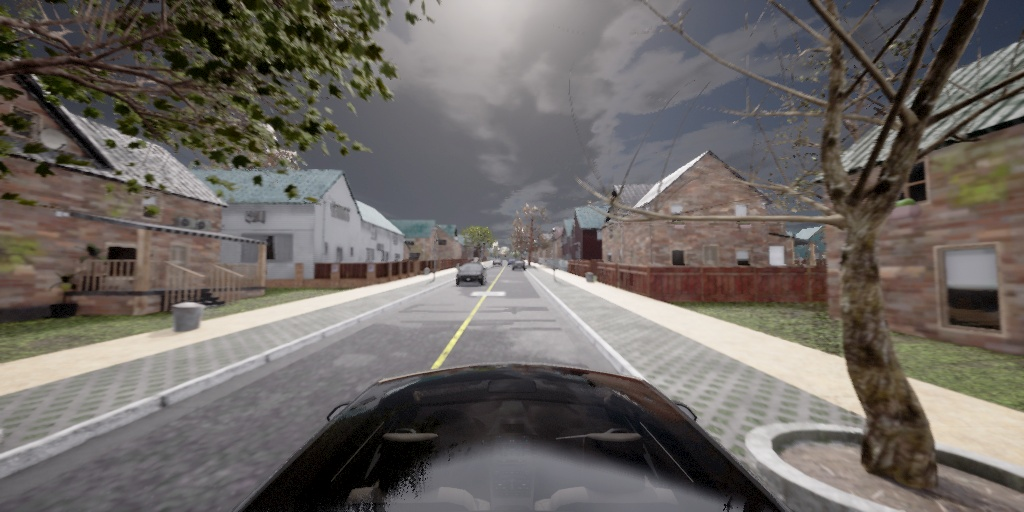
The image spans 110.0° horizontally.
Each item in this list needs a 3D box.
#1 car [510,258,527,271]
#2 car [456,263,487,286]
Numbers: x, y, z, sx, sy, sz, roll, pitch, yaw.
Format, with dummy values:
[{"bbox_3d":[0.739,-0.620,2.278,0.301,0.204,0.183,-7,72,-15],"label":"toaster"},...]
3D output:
[{"bbox_3d":[0.997,1.285,50.020,1.812,1.442,4.674,0,0,0],"label":"car"},{"bbox_3d":[-2.829,1.239,25.791,1.882,1.535,5.008,0,0,0],"label":"car"}]
